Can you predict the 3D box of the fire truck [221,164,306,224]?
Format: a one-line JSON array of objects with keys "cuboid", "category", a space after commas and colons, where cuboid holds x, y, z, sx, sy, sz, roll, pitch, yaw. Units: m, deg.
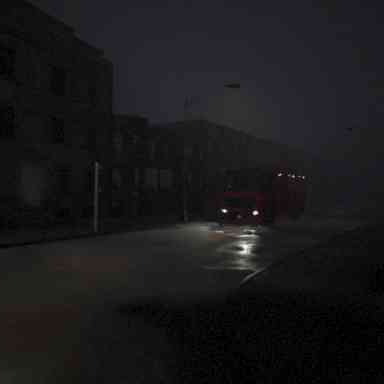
[{"cuboid": [5.417, 0.063, 23.764, 2.891, 3.827, 8.468, 2, 1, 37], "category": "fire truck"}]
